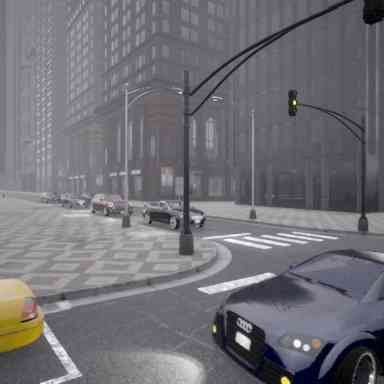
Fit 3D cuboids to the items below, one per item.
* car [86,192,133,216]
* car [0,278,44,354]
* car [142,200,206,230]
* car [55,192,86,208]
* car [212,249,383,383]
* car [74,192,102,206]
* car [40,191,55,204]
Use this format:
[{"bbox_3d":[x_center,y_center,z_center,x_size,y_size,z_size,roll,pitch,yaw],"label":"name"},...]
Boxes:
[{"bbox_3d":[-6.467,0.895,26.620,2.097,1.767,4.553,0,1,-35],"label":"car"},{"bbox_3d":[-4.282,1.525,3.597,4.829,1.417,1.752,0,0,-35],"label":"car"},{"bbox_3d":[-1.134,1.205,19.202,2.128,1.511,4.902,0,1,-36],"label":"car"},{"bbox_3d":[-12.351,0.853,34.807,2.128,1.511,4.902,0,1,-36],"label":"car"},{"bbox_3d":[2.398,1.571,4.759,4.181,1.385,1.994,0,0,-25],"label":"car"},{"bbox_3d":[-12.891,0.776,41.023,1.837,1.490,4.892,0,1,-36],"label":"car"},{"bbox_3d":[-18.364,0.688,43.225,1.837,1.490,4.892,0,1,-35],"label":"car"}]
